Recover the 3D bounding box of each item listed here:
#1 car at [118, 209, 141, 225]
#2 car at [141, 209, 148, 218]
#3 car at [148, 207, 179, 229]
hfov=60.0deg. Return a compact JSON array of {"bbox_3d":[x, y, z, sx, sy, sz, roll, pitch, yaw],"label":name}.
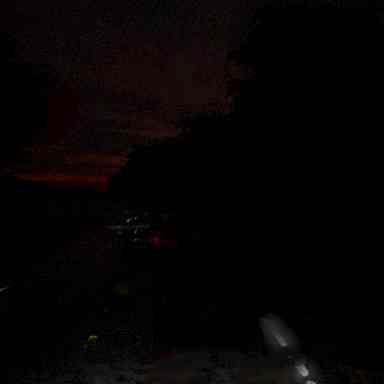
[{"bbox_3d":[-6.372,2.494,33.069,1.812,1.442,4.674,1,-2,-11],"label":"car"},{"bbox_3d":[-6.718,3.085,47.070,1.994,1.385,4.181,0,-3,-16],"label":"car"},{"bbox_3d":[-2.324,2.059,27.521,2.097,1.767,4.553,0,-2,-9],"label":"car"}]
